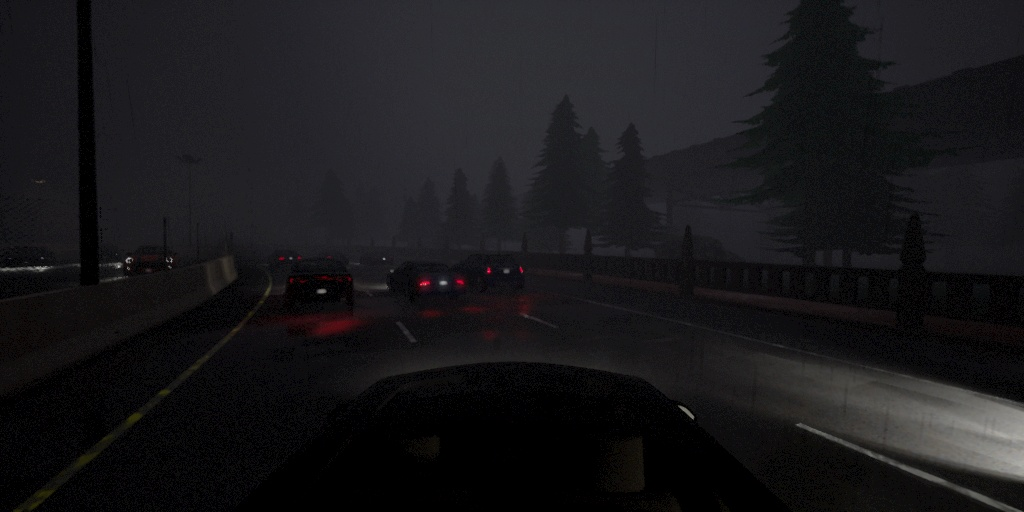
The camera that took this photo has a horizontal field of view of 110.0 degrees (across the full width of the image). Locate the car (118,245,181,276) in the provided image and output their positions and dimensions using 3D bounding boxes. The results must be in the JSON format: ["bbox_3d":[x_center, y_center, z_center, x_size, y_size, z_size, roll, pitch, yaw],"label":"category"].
[{"bbox_3d":[-21.518,0.153,21.573,2.097,1.767,4.553,-1,2,-39],"label":"car"}]

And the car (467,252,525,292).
[{"bbox_3d":[-1.286,0.601,17.052,2.097,1.767,4.553,0,2,-30],"label":"car"}]

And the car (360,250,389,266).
[{"bbox_3d":[-12.473,0.150,32.832,1.994,1.385,4.181,-1,2,-40],"label":"car"}]

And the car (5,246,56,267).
[{"bbox_3d":[-35.745,-0.028,26.764,5.357,1.411,2.033,3,2,43],"label":"car"}]

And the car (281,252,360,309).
[{"bbox_3d":[-6.744,0.785,12.570,1.882,1.535,5.008,0,2,-29],"label":"car"}]

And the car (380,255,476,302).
[{"bbox_3d":[-3.521,0.857,14.060,2.033,1.411,5.357,0,2,-30],"label":"car"}]

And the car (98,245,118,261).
[{"bbox_3d":[-35.988,-0.228,31.765,4.892,1.490,1.837,2,2,42],"label":"car"}]

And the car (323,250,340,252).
[{"bbox_3d":[-15.716,0.150,31.256,1.994,1.385,4.181,-1,2,-41],"label":"car"}]

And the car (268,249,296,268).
[{"bbox_3d":[-18.580,0.150,29.342,2.033,1.411,5.357,-1,2,-41],"label":"car"}]
